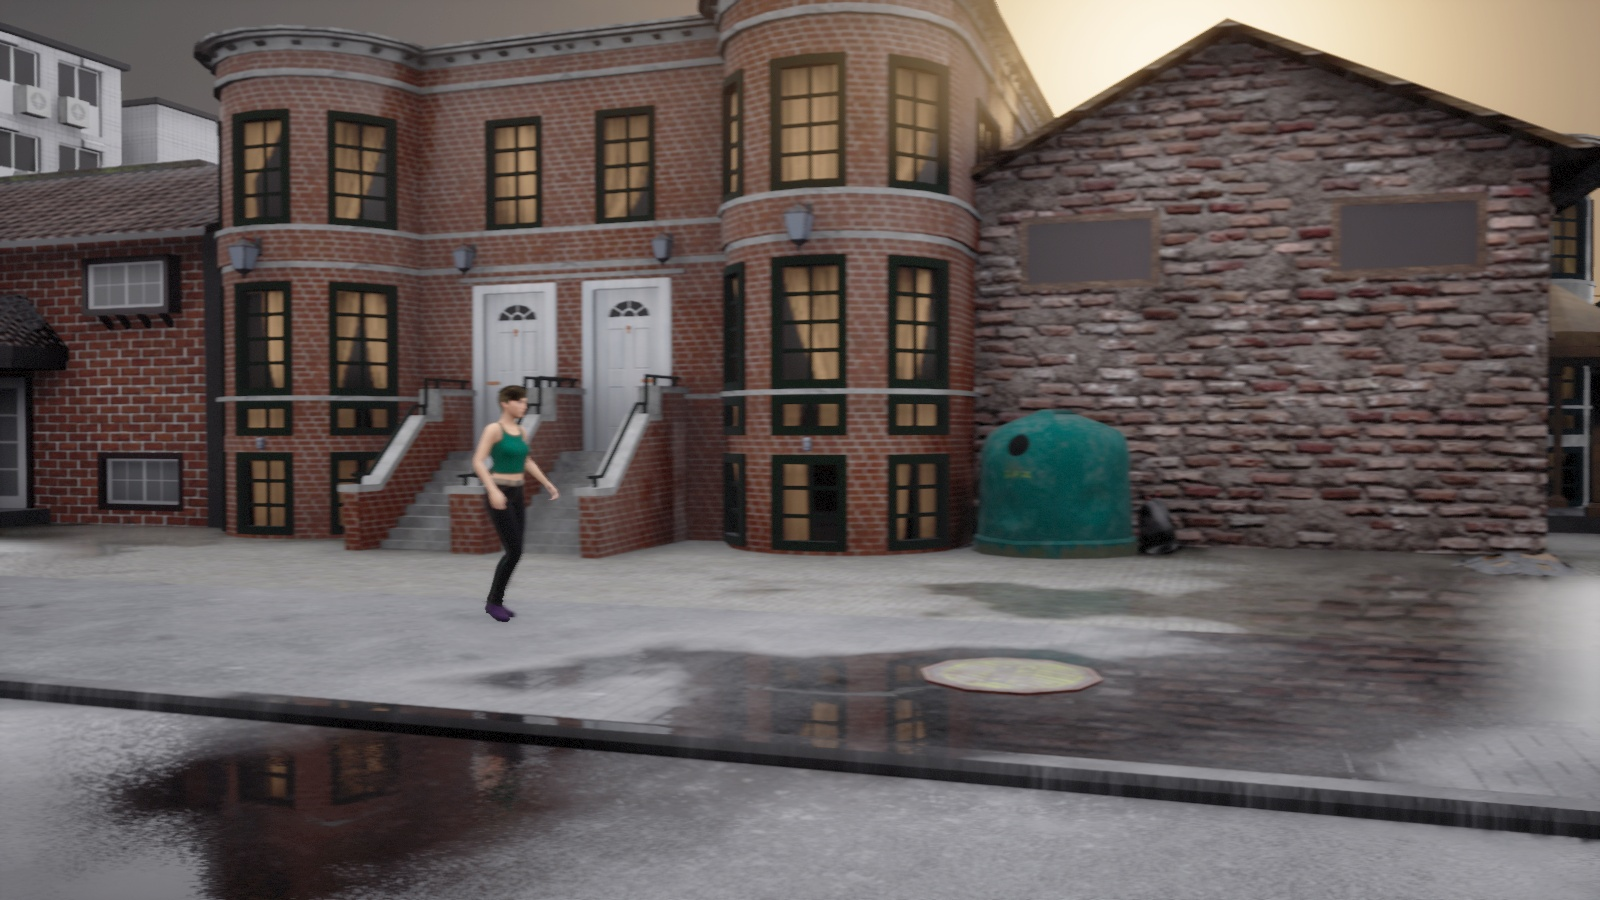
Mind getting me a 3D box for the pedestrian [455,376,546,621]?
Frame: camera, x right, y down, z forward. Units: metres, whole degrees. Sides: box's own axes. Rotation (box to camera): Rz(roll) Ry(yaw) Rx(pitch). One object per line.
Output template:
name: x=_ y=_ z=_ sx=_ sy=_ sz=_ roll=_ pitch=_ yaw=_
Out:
pedestrian: x=-2.314 y=0.360 z=9.697 sx=0.594 sy=1.836 sz=0.345 roll=1 pitch=1 yaw=26
